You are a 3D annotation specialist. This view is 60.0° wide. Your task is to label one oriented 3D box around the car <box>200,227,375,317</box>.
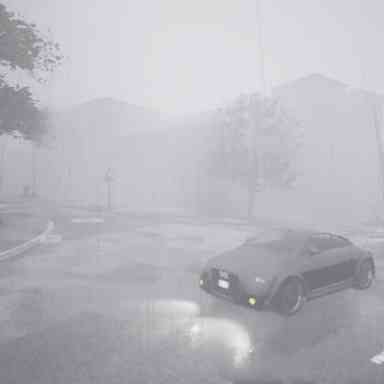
[{"bbox_3d":[2.216,1.517,7.412,4.181,1.385,1.994,-1,1,-35],"label":"car"}]
